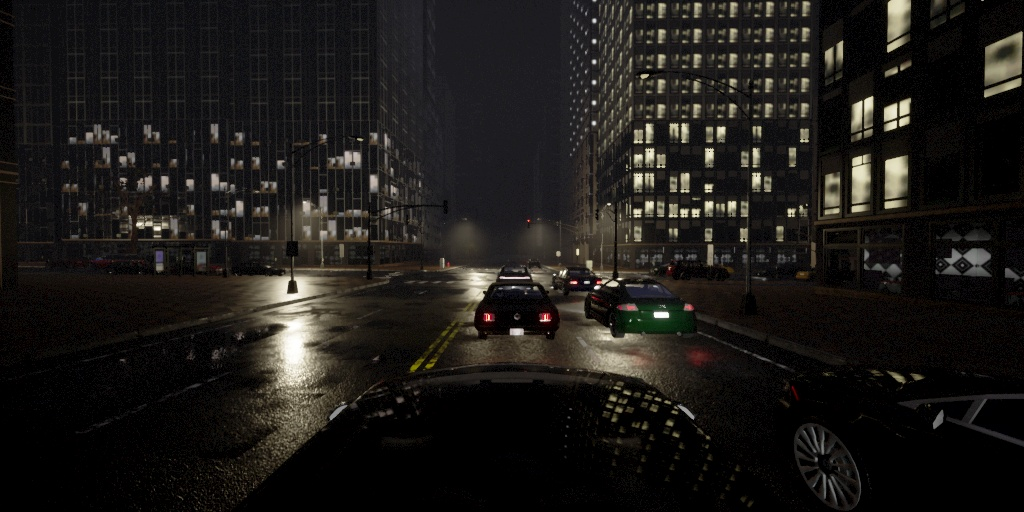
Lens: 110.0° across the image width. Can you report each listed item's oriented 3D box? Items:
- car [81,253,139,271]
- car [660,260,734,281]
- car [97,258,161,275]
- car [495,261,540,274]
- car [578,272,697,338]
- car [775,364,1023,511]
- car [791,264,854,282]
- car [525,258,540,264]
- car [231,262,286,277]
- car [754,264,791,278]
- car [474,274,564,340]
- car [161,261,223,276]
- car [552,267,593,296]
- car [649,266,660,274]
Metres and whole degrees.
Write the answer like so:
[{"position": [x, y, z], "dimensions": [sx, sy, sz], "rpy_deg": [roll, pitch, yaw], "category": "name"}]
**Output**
[{"position": [-42.454, 0.685, 38.452], "dimensions": [4.553, 1.767, 2.097], "rpy_deg": [1, 1, 1], "category": "car"}, {"position": [16.235, 1.268, 31.529], "dimensions": [5.009, 1.841, 2.192], "rpy_deg": [0, 0, 1], "category": "car"}, {"position": [-34.053, 1.069, 32.440], "dimensions": [4.313, 1.339, 1.948], "rpy_deg": [0, 0, 1], "category": "car"}, {"position": [0.124, 1.232, 19.197], "dimensions": [2.128, 1.511, 4.902], "rpy_deg": [0, 0, 0], "category": "car"}, {"position": [3.369, 1.310, 10.167], "dimensions": [1.994, 1.385, 4.181], "rpy_deg": [0, 0, -1], "category": "car"}, {"position": [3.339, 1.242, 1.337], "dimensions": [2.128, 1.511, 4.902], "rpy_deg": [0, 0, 0], "category": "car"}, {"position": [27.683, 1.578, 31.315], "dimensions": [4.829, 1.417, 1.751], "rpy_deg": [0, 0, 1], "category": "car"}, {"position": [3.413, 1.215, 56.781], "dimensions": [1.837, 1.490, 4.892], "rpy_deg": [0, 0, 0], "category": "car"}, {"position": [-22.689, 1.173, 32.116], "dimensions": [4.313, 1.339, 1.948], "rpy_deg": [0, 0, 1], "category": "car"}, {"position": [28.190, 1.512, 37.083], "dimensions": [5.357, 1.411, 2.033], "rpy_deg": [1, 1, 1], "category": "car"}, {"position": [0.110, 1.347, 9.941], "dimensions": [1.895, 1.301, 4.718], "rpy_deg": [0, 0, 0], "category": "car"}, {"position": [-28.372, 1.138, 32.258], "dimensions": [4.207, 1.307, 1.802], "rpy_deg": [0, 0, 1], "category": "car"}, {"position": [3.409, 1.288, 19.396], "dimensions": [2.033, 1.411, 5.357], "rpy_deg": [0, 0, -3], "category": "car"}, {"position": [16.493, 1.426, 37.303], "dimensions": [4.181, 1.385, 1.994], "rpy_deg": [0, 1, 1], "category": "car"}]
